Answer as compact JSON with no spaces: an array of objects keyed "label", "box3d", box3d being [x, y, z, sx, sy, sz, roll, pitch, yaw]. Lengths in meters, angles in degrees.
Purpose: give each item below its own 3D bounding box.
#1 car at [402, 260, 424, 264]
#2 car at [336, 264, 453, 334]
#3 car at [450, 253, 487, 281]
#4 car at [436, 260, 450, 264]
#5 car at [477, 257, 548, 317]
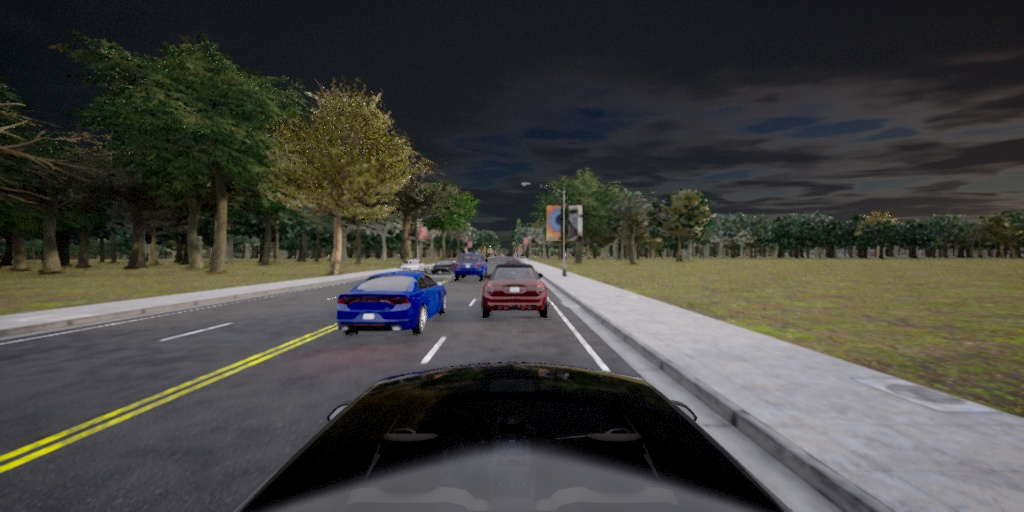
[{"label":"car","box3d":[-9.845,1.082,35.810,1.812,1.442,4.674,0,0,0]},{"label":"car","box3d":[-3.165,1.176,10.415,1.882,1.535,5.008,0,0,0]},{"label":"car","box3d":[-3.156,0.817,28.391,2.150,2.045,5.566,0,0,0]},{"label":"car","box3d":[-6.600,1.105,35.519,2.033,1.411,5.357,0,0,0]},{"label":"car","box3d":[0.089,1.035,13.049,2.097,1.767,4.553,0,0,0]}]
